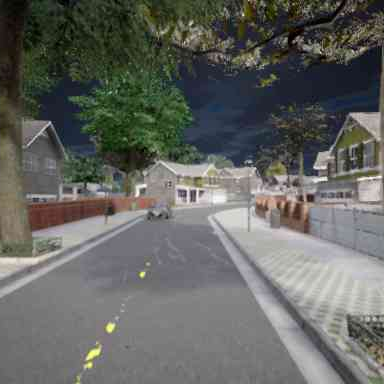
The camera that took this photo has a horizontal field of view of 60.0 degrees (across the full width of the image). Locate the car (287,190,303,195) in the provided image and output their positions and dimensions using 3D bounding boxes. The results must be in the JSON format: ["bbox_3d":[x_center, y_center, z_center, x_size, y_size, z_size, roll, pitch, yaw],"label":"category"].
[{"bbox_3d":[20.564,0.916,67.946,1.882,1.535,5.008,-1,1,32],"label":"car"}]

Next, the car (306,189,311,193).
[{"bbox_3d":[26.047,0.435,76.590,2.150,2.045,5.566,-1,1,32],"label":"car"}]

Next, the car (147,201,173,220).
[{"bbox_3d":[-2.755,1.544,29.287,2.128,1.511,4.902,0,0,2],"label":"car"}]
